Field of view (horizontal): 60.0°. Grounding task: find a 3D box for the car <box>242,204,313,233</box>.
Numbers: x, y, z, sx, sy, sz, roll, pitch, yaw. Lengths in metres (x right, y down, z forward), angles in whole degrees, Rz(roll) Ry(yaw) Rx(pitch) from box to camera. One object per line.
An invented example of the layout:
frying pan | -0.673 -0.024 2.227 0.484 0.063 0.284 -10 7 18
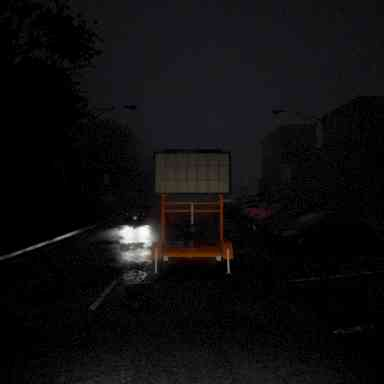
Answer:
car | 5.304 1.518 16.792 4.792 1.488 2.163 1 0 -20

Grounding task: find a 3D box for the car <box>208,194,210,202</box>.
car | 5.528 1.447 52.837 4.553 1.767 2.185 1 0 -20

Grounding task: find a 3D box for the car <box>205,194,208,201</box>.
car | 5.347 1.613 64.784 5.366 1.575 1.946 1 0 -20

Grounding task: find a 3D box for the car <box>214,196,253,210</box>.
car | 5.425 1.414 43.819 4.553 1.767 2.185 1 0 -20

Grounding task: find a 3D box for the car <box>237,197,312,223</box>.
car | 5.375 1.366 19.812 4.553 1.767 2.185 1 0 -20

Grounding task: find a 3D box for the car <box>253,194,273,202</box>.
car | 18.548 1.463 86.843 2.435 2.045 5.566 0 0 -21

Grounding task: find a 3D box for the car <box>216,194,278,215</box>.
car | 5.373 1.252 28.788 5.566 2.045 2.435 1 0 -20

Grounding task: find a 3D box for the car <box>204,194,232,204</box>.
car | 5.549 1.391 70.877 5.566 2.045 2.435 1 0 -20

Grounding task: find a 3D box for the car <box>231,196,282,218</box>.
car | 5.388 1.369 22.813 4.553 1.767 2.185 1 0 -20

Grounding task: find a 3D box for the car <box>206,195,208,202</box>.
car | 5.497 1.583 55.839 5.008 1.535 2.097 1 -1 -20

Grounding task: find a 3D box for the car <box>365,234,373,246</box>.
car | 5.314 1.487 4.800 4.892 1.521 2.231 1 0 -20

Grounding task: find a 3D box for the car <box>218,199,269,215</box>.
car | 5.384 1.545 34.803 4.792 1.488 2.163 1 0 -20

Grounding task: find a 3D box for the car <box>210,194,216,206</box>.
car | 5.405 1.271 37.805 5.566 2.045 2.435 1 0 -20

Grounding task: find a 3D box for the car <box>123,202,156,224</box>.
car | -3.855 1.503 24.969 2.128 1.511 4.902 0 0 0

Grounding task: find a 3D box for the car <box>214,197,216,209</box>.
car | 5.223 1.503 31.746 5.366 1.575 1.946 1 0 -20

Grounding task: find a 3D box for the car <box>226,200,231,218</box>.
car | 5.365 1.538 25.810 4.674 1.452 2.002 1 0 -20

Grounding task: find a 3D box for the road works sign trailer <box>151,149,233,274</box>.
road works sign trailer | 0.009 0.465 10.529 2.380 3.560 2.880 0 0 0

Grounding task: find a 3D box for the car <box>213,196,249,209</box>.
car | 5.439 1.424 46.820 4.553 1.767 2.185 1 0 -20

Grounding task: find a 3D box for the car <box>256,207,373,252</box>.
car | 5.325 1.528 13.800 4.674 1.452 2.002 1 0 -20
